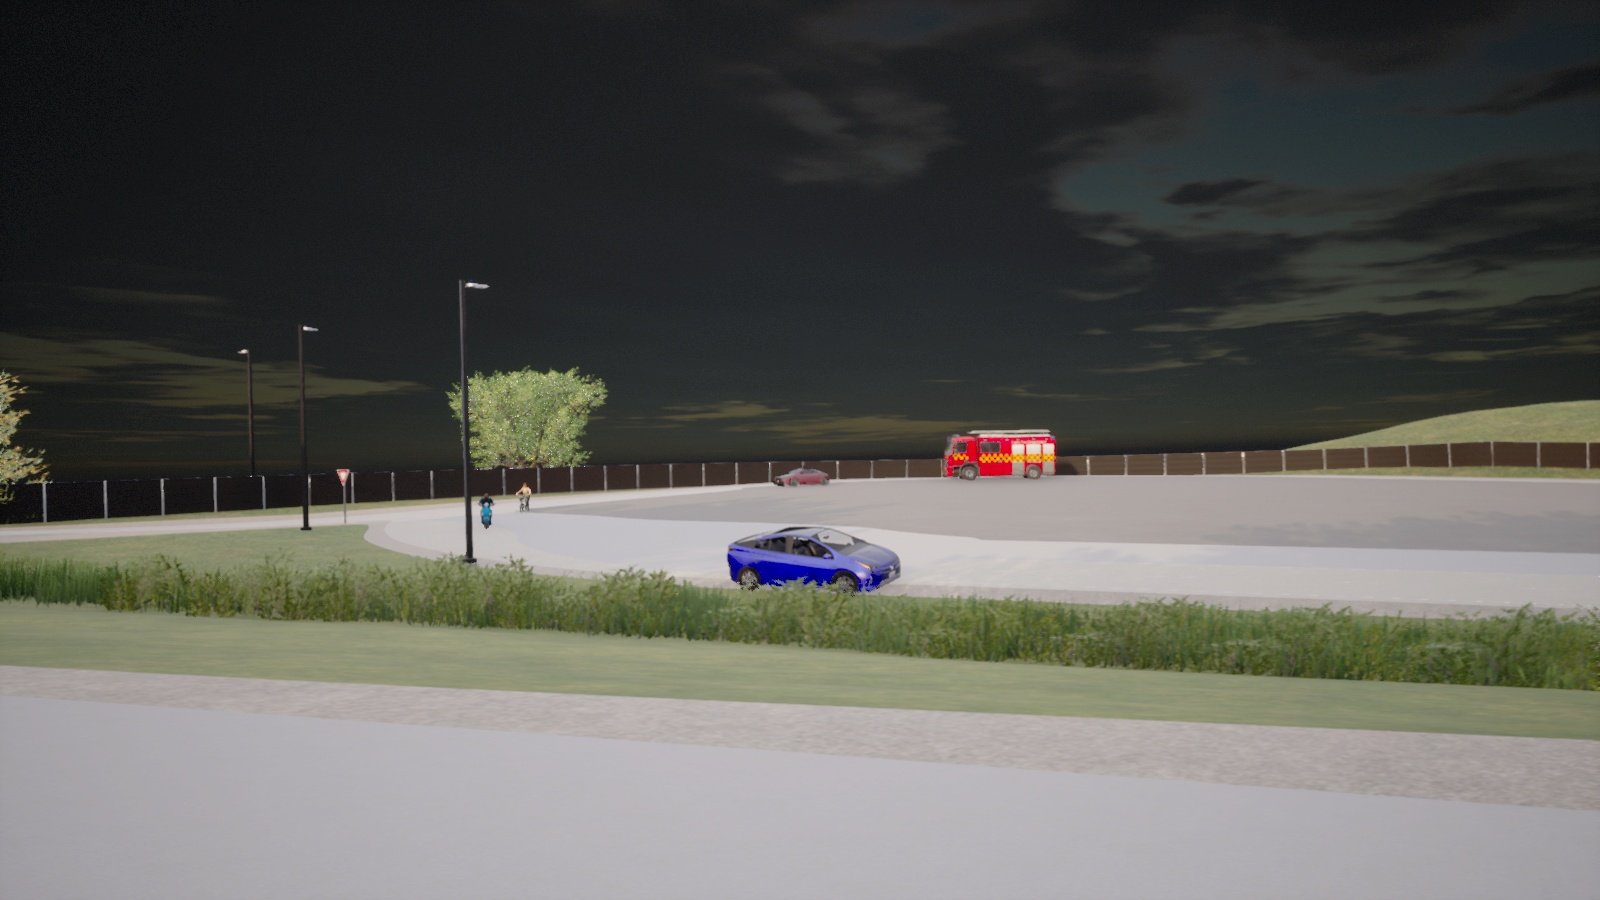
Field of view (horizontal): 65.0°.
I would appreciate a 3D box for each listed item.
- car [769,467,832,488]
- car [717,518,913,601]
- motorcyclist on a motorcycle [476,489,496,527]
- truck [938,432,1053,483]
[{"bbox_3d":[0.050,2.046,92.846,4.181,1.385,1.994,-1,1,-31],"label":"car"},{"bbox_3d":[0.367,2.735,32.100,4.514,1.525,2.007,0,8,31],"label":"car"},{"bbox_3d":[-14.008,2.579,55.977,0.866,1.590,1.817,0,0,-14],"label":"motorcyclist on a motorcycle"},{"bbox_3d":[15.255,0.543,98.289,8.468,3.827,2.891,0,2,-1],"label":"truck"}]
